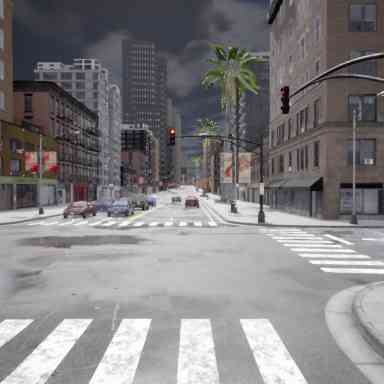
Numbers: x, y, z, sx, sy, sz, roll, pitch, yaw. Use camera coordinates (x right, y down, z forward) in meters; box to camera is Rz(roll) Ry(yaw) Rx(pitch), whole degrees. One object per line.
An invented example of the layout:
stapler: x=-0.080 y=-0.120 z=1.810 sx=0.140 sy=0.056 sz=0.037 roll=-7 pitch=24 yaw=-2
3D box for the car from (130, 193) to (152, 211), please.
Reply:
car: x=-6.671 y=1.206 z=41.230 sx=2.150 sy=2.045 sz=5.566 roll=0 pitch=0 yaw=0

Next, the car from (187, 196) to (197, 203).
car: x=-0.061 y=1.496 z=71.401 sx=1.994 sy=1.385 sz=4.181 roll=0 pitch=0 yaw=0

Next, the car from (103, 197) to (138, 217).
car: x=-6.660 y=1.515 z=31.538 sx=1.812 sy=1.442 sz=4.674 roll=0 pitch=0 yaw=0

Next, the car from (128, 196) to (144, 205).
car: x=-9.919 y=1.439 z=59.405 sx=1.882 sy=1.535 sz=5.008 roll=0 pitch=0 yaw=1

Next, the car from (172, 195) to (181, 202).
car: x=-3.301 y=1.433 z=70.931 sx=2.128 sy=1.511 sz=4.902 roll=0 pitch=0 yaw=0

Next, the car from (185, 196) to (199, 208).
car: x=0.007 y=1.454 z=49.175 sx=1.882 sy=1.535 sz=5.008 roll=0 pitch=0 yaw=0

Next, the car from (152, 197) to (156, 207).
car: x=-6.684 y=1.451 z=51.671 sx=1.882 sy=1.535 sz=5.008 roll=0 pitch=0 yaw=0

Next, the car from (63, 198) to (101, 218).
car: x=-9.903 y=1.516 z=29.753 sx=1.812 sy=1.442 sz=4.674 roll=0 pitch=0 yaw=0

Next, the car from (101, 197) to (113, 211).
car: x=-9.918 y=1.338 z=38.745 sx=2.097 sy=1.767 sz=4.553 roll=0 pitch=0 yaw=0

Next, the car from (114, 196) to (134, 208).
car: x=-9.936 y=1.454 z=49.195 sx=1.882 sy=1.535 sz=5.008 roll=0 pitch=0 yaw=0
